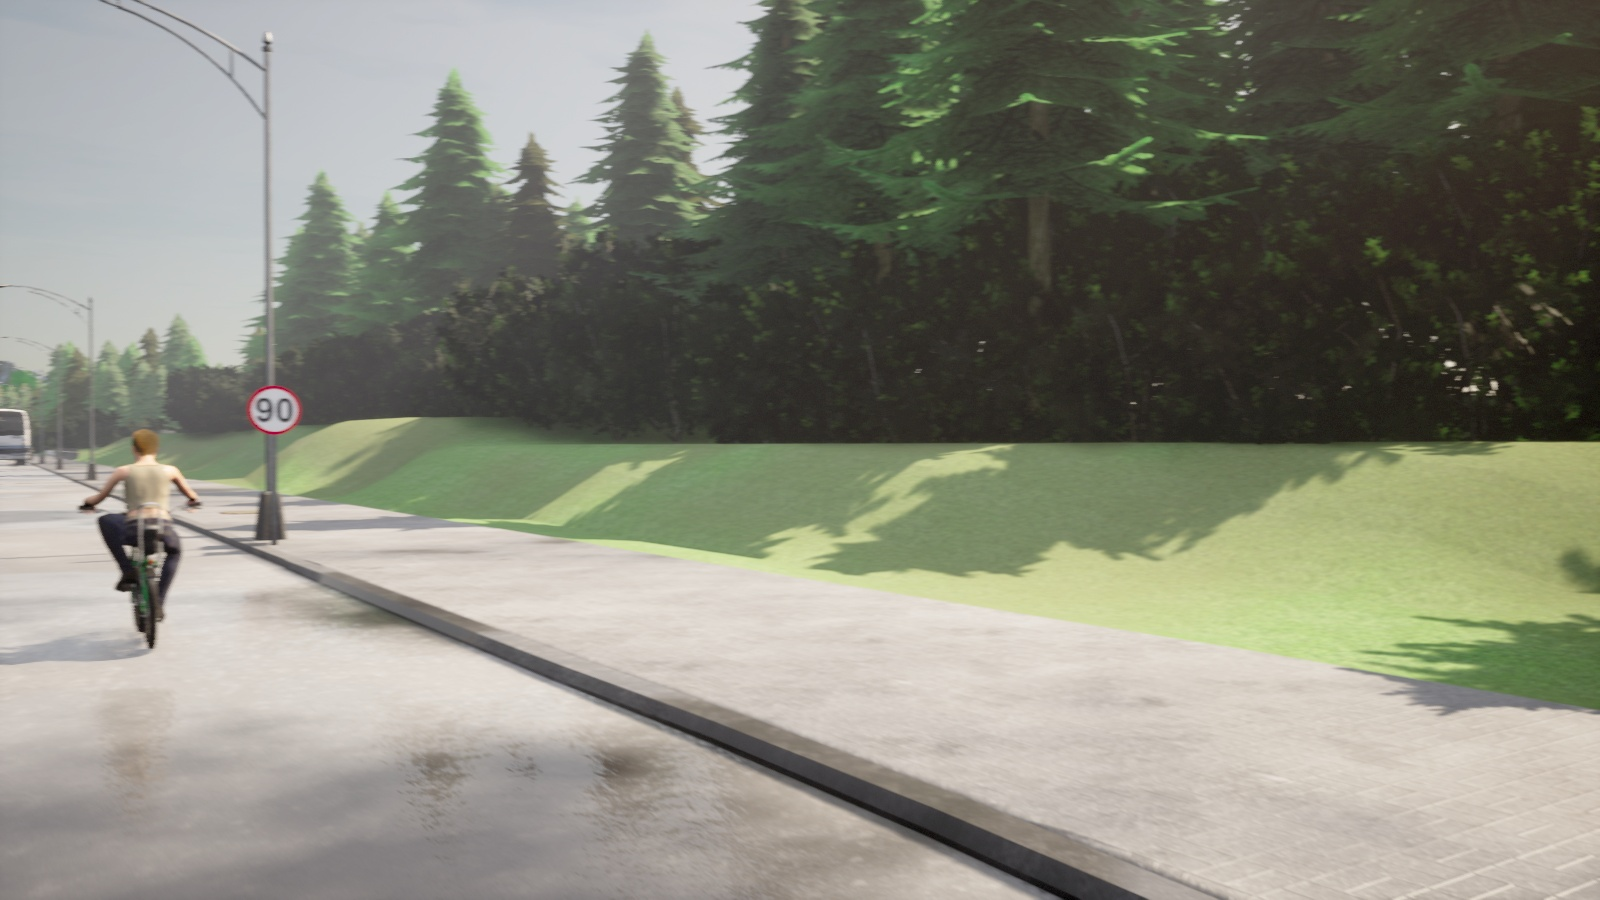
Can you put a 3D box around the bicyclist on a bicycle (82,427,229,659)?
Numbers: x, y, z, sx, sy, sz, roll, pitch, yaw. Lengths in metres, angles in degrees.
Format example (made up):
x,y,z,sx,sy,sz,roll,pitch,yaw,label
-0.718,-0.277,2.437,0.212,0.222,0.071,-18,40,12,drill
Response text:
x,y,z,sx,sy,sz,roll,pitch,yaw,label
-4.939,0.640,9.572,0.866,1.612,1.509,0,0,-32,bicyclist on a bicycle
